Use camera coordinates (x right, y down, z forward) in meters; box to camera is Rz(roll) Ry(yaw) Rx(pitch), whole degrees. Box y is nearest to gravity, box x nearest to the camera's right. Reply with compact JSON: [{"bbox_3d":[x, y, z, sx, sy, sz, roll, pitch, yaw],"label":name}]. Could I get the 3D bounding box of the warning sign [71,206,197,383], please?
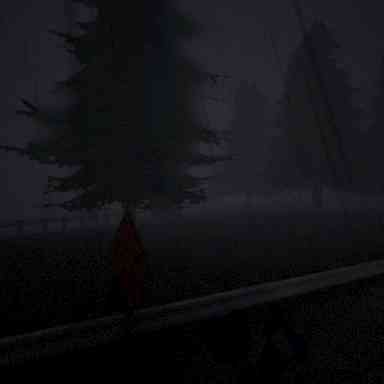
[{"bbox_3d":[-0.764,1.133,4.114,1.060,1.860,1.300,1,0,-36],"label":"warning sign"}]
